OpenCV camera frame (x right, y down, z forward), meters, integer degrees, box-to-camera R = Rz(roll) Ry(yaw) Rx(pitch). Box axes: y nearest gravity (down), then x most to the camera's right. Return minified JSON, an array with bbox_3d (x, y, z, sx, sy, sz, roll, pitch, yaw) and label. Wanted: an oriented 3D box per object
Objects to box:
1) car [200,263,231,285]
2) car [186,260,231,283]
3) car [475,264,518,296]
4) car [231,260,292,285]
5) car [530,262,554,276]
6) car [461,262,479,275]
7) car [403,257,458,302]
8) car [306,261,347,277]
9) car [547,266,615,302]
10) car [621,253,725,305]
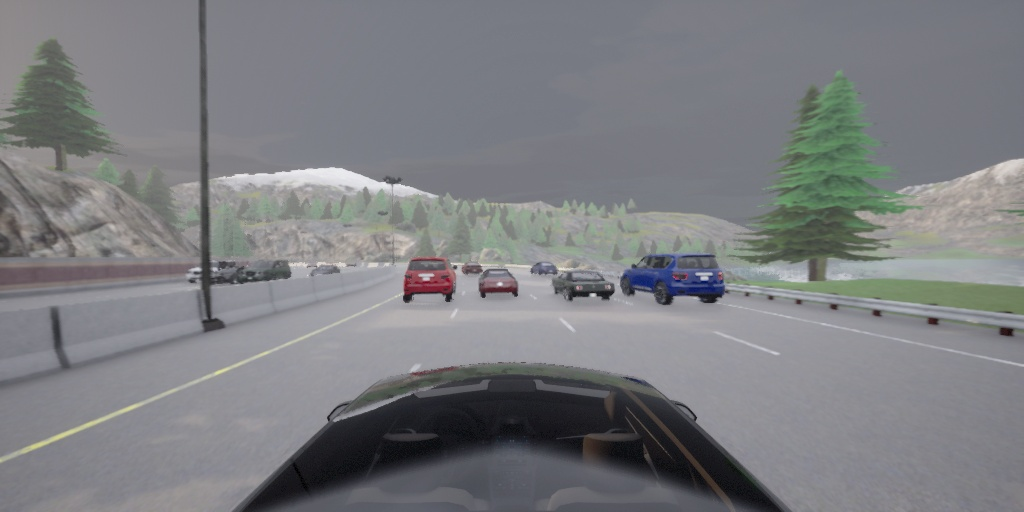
[{"bbox_3d":[-24.165,1.671,31.014,1.837,1.490,4.892,-1,0,-12],"label":"car"},{"bbox_3d":[-28.531,1.461,34.443,2.150,2.045,5.566,-1,0,-14],"label":"car"},{"bbox_3d":[-0.846,1.366,19.804,1.994,1.385,4.181,-1,0,-7],"label":"car"},{"bbox_3d":[-20.322,1.331,29.776,2.150,2.045,5.566,-1,0,-11],"label":"car"},{"bbox_3d":[3.305,1.307,37.736,1.812,1.442,4.674,0,0,-13],"label":"car"},{"bbox_3d":[-4.752,1.385,41.618,1.882,1.535,5.008,0,0,-15],"label":"car"},{"bbox_3d":[-3.980,1.066,17.960,2.150,2.045,5.566,0,0,-7],"label":"car"},{"bbox_3d":[-17.750,1.572,34.347,2.128,1.511,4.902,-1,0,-13],"label":"car"},{"bbox_3d":[3.154,1.338,16.996,1.895,1.301,4.718,-1,0,-5],"label":"car"},{"bbox_3d":[6.738,0.904,15.711,2.150,2.045,5.566,0,0,-6],"label":"car"}]
